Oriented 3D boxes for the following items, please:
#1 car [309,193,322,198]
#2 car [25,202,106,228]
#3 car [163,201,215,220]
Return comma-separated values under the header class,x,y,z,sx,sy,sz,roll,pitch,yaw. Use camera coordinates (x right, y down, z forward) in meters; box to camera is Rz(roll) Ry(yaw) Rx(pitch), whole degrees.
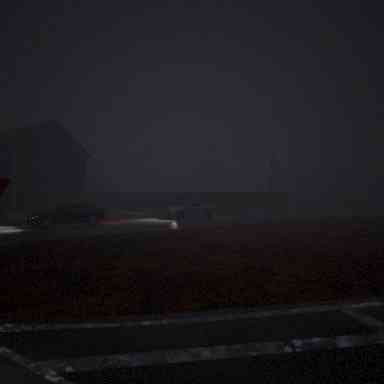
class,x,y,z,sx,sy,sz,roll,pitch,yaw
car,32.191,1.615,85.306,2.242,1.667,4.611,0,0,35
car,-8.019,1.423,21.390,4.892,1.490,1.837,0,0,-38
car,-0.175,1.459,27.544,4.674,1.442,1.812,0,0,-38
